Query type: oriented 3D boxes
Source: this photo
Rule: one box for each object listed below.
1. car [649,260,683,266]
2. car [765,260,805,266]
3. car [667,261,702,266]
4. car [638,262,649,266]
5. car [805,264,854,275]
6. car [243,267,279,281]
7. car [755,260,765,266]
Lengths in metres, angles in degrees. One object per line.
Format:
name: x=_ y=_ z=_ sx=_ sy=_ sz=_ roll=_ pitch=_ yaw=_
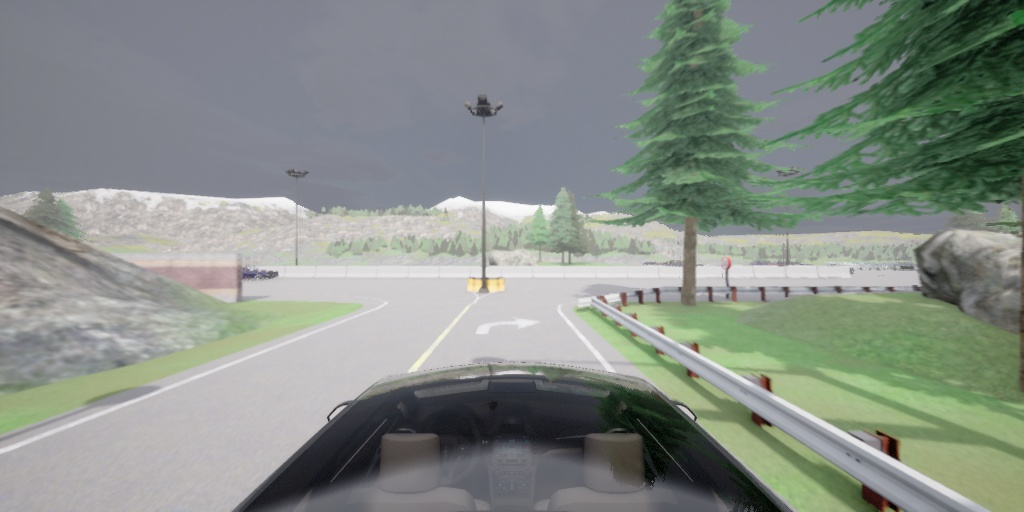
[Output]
car: x=21.266 y=1.429 z=47.717 sx=4.553 sy=1.767 sz=2.097 roll=0 pitch=0 yaw=0
car: x=37.149 y=1.565 z=47.625 sx=4.902 sy=1.511 sz=2.128 roll=0 pitch=0 yaw=1
car: x=21.974 y=1.632 z=44.217 sx=4.181 sy=1.385 sz=1.994 roll=0 pitch=0 yaw=0
car: x=21.220 y=1.565 z=51.211 sx=5.008 sy=1.535 sz=1.882 roll=0 pitch=0 yaw=0
car: x=39.343 y=1.627 z=44.109 sx=4.181 sy=1.385 sz=1.994 roll=0 pitch=0 yaw=1
car: x=-24.728 y=1.649 z=33.718 sx=4.718 sy=1.301 sz=1.895 roll=0 pitch=0 yaw=0
car: x=37.971 y=1.436 z=51.100 sx=4.553 sy=1.767 sz=2.097 roll=0 pitch=0 yaw=1
